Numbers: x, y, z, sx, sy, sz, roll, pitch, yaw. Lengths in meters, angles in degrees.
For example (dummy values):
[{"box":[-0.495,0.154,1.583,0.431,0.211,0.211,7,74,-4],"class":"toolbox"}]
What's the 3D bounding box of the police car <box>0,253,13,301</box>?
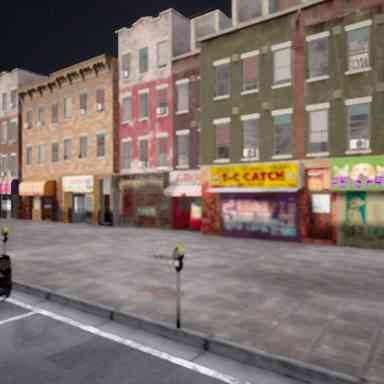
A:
[{"box":[-5.860,1.490,7.115,5.238,1.638,1.930,-1,0,35],"class":"police car"}]
